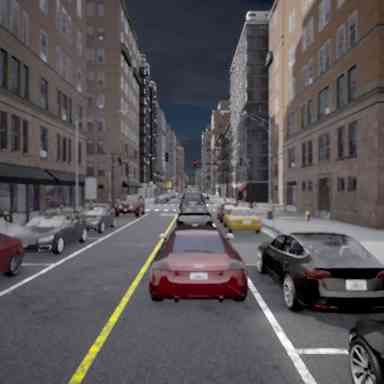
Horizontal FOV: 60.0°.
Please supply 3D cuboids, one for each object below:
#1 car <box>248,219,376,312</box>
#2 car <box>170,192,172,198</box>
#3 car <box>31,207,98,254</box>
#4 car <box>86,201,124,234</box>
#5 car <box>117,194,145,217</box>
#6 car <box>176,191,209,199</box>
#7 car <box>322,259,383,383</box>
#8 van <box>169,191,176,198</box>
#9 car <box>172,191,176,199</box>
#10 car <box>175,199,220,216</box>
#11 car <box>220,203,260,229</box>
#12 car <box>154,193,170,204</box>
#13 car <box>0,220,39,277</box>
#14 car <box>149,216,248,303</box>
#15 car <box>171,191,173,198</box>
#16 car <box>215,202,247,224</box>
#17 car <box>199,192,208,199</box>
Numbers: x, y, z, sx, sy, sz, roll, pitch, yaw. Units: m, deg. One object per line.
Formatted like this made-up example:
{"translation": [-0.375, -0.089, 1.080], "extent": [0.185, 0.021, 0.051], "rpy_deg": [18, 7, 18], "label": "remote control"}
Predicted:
{"translation": [2.652, 1.520, 7.434], "extent": [1.947, 1.339, 4.313], "rpy_deg": [0, 0, 0], "label": "car"}
{"translation": [-5.259, 1.143, 61.028], "extent": [1.887, 1.381, 4.507], "rpy_deg": [0, 0, 0], "label": "car"}
{"translation": [-5.362, 1.470, 12.873], "extent": [2.008, 1.369, 4.403], "rpy_deg": [0, 0, 0], "label": "car"}
{"translation": [-5.350, 1.434, 18.286], "extent": [2.008, 1.369, 4.403], "rpy_deg": [0, 0, 0], "label": "car"}
{"translation": [-5.327, 1.127, 29.110], "extent": [2.192, 1.841, 5.009], "rpy_deg": [0, 0, 0], "label": "car"}
{"translation": [0.059, 1.041, 27.965], "extent": [2.150, 2.045, 5.566], "rpy_deg": [0, 0, 0], "label": "car"}
{"translation": [2.640, 1.553, 2.022], "extent": [1.947, 1.339, 4.313], "rpy_deg": [0, 0, 0], "label": "car"}
{"translation": [-5.201, 0.748, 88.295], "extent": [1.690, 1.788, 3.998], "rpy_deg": [0, 0, 0], "label": "van"}
{"translation": [-5.213, 1.012, 82.844], "extent": [1.947, 1.339, 4.313], "rpy_deg": [0, 0, 0], "label": "car"}
{"translation": [0.135, 1.377, 18.040], "extent": [2.128, 1.511, 4.902], "rpy_deg": [0, 0, 0], "label": "car"}
{"translation": [2.675, 1.408, 18.430], "extent": [1.752, 1.417, 4.829], "rpy_deg": [0, 0, 0], "label": "car"}
{"translation": [-5.271, 1.186, 55.574], "extent": [2.008, 1.369, 4.403], "rpy_deg": [0, 0, 0], "label": "car"}
{"translation": [-5.374, 1.535, 7.461], "extent": [1.802, 1.307, 4.206], "rpy_deg": [0, 0, 0], "label": "car"}
{"translation": [0.119, 1.513, 8.149], "extent": [1.994, 1.385, 4.181], "rpy_deg": [0, 0, 0], "label": "car"}
{"translation": [-5.248, 1.087, 66.312], "extent": [1.752, 1.417, 4.829], "rpy_deg": [0, 0, 0], "label": "car"}
{"translation": [2.686, 1.430, 23.673], "extent": [1.802, 1.307, 4.206], "rpy_deg": [0, 0, 0], "label": "car"}
{"translation": [2.813, 0.887, 82.819], "extent": [1.967, 1.590, 4.097], "rpy_deg": [0, 0, 0], "label": "car"}
